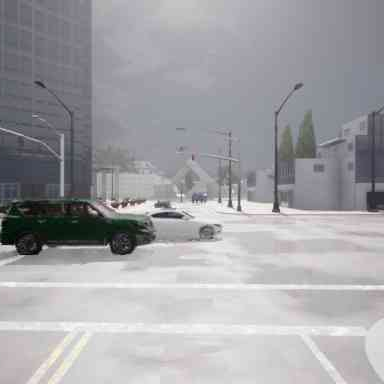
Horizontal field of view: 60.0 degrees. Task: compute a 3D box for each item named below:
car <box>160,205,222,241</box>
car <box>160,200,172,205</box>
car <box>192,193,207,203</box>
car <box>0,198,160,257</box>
[{"bbox_3d":[-0.869,1.538,16.212,4.674,1.442,1.812,0,0,0],"label":"car"},{"bbox_3d":[-3.615,1.601,41.563,1.895,1.301,4.718,0,0,0],"label":"car"},{"bbox_3d":[1.517,1.221,69.570,2.150,2.045,5.566,0,0,15],"label":"car"},{"bbox_3d":[-4.220,1.245,12.691,5.566,2.045,2.150,0,0,0],"label":"car"}]
